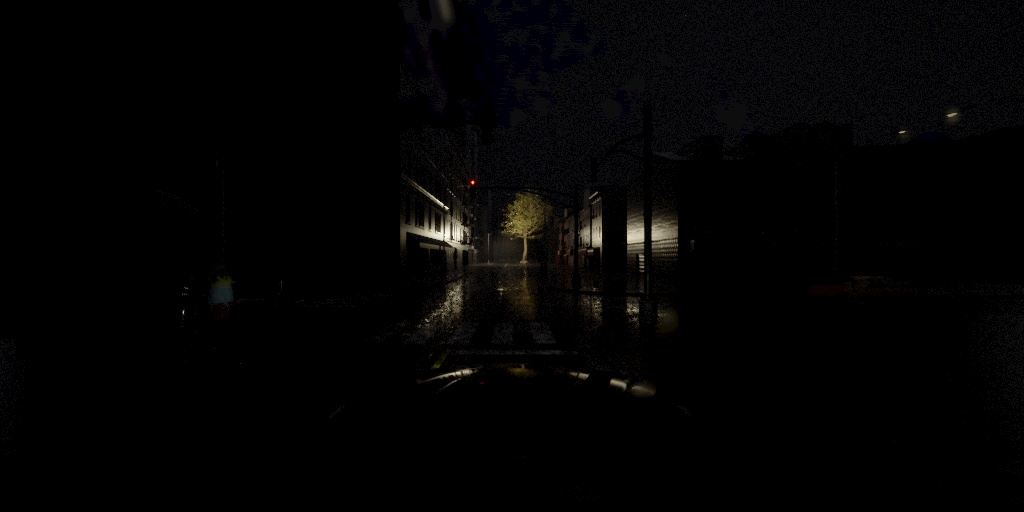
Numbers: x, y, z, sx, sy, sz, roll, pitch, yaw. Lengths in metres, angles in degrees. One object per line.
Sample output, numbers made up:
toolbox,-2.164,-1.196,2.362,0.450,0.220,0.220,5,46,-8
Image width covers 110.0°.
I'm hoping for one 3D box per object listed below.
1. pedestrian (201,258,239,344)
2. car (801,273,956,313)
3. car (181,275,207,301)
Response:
pedestrian,-6.164,0.894,7.579,0.375,1.860,0.375,0,0,0
car,13.901,1.346,13.713,4.829,1.417,1.751,0,0,0
car,-14.950,1.171,14.591,4.892,1.490,1.837,0,0,0
